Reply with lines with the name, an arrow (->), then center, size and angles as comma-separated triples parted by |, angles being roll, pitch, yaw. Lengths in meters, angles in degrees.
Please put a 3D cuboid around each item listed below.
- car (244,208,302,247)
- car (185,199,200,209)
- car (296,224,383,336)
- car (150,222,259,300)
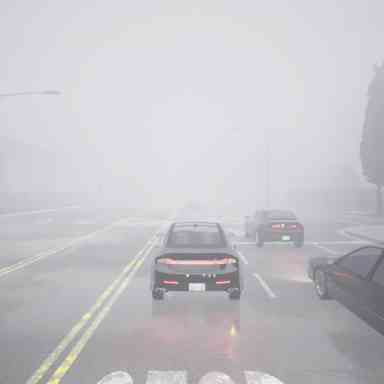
car -> 3.575, 1.505, 15.095 | 1.837, 1.490, 4.892 | 0, 0, 0
car -> 0.027, 1.601, 44.146 | 1.895, 1.301, 4.718 | 0, 0, 0
car -> 3.591, 1.547, 5.349 | 2.033, 1.411, 5.357 | 0, 0, 0
car -> 0.087, 1.492, 8.397 | 2.128, 1.511, 4.902 | 0, 0, 0
